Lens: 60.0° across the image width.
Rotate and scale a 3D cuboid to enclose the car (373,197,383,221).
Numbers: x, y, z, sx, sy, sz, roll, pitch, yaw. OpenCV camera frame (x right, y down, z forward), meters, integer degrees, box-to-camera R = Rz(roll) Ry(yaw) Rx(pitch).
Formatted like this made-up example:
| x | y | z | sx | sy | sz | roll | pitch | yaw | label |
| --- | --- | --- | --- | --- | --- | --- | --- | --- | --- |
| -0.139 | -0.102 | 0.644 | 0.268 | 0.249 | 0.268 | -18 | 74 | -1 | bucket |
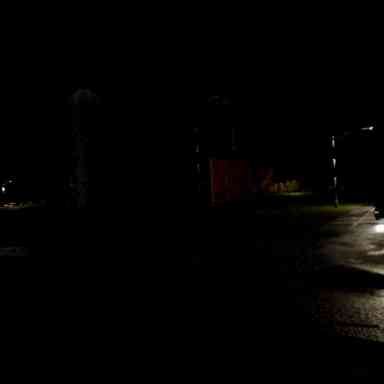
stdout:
| x | y | z | sx | sy | sz | roll | pitch | yaw | label |
| --- | --- | --- | --- | --- | --- | --- | --- | --- | --- |
| 12.635 | 0.963 | 20.951 | 2.033 | 1.411 | 5.357 | -3 | 0 | 33 | car |
